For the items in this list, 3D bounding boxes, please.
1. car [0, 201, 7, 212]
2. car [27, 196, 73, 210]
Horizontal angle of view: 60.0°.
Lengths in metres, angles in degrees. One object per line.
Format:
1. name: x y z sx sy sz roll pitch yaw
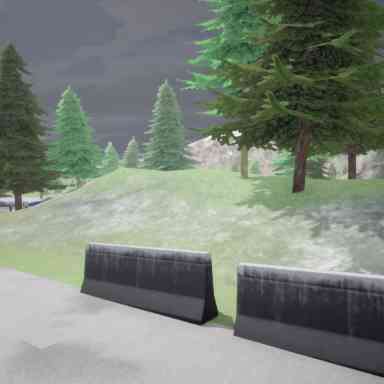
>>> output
1. car: -21.855 1.398 34.364 2.128 1.511 4.902 0 0 42
2. car: -18.452 1.374 42.769 5.008 1.535 1.882 0 0 -42
